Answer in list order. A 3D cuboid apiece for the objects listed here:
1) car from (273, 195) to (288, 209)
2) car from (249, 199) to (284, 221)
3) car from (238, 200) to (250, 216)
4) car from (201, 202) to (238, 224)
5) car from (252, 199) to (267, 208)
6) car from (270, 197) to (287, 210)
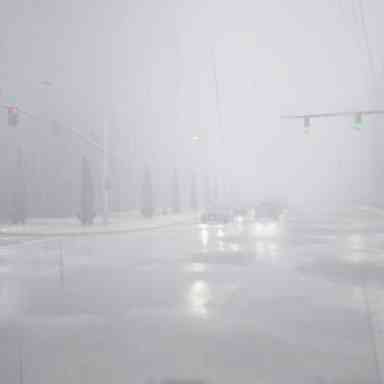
[{"bbox_3d":[12.424,1.397,47.187,2.150,2.045,5.566,-1,0,18],"label":"car"},{"bbox_3d":[6.500,1.597,28.532,2.128,1.511,4.902,-1,0,18],"label":"car"},{"bbox_3d":[4.609,1.728,34.159,1.994,1.385,4.181,-1,0,17],"label":"car"},{"bbox_3d":[2.067,1.697,26.143,1.994,1.385,4.181,-1,0,18],"label":"car"},{"bbox_3d":[11.073,1.842,54.409,1.895,1.301,4.718,-1,0,18],"label":"car"},{"bbox_3d":[9.301,1.644,37.347,1.837,1.490,4.892,-1,0,18],"label":"car"}]
